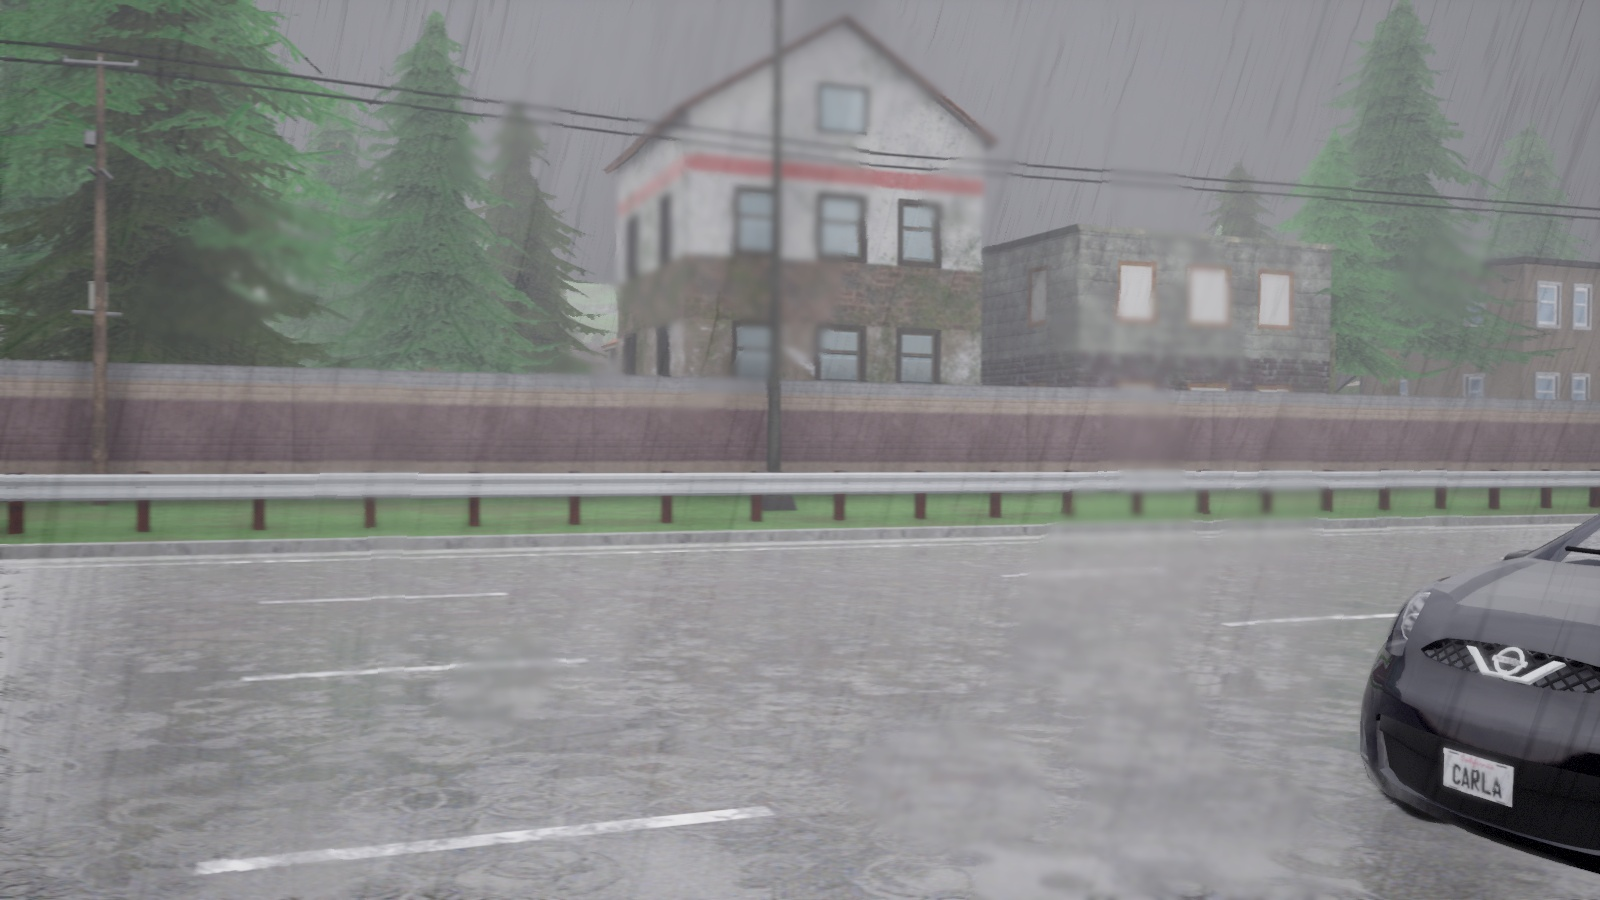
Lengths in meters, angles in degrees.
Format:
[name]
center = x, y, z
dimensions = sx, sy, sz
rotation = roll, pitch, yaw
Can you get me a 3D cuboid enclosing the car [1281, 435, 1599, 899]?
[car]
center = 3.922, 0.693, 4.728
dimensions = 3.633, 1.501, 1.845
rotation = -1, 1, -21
